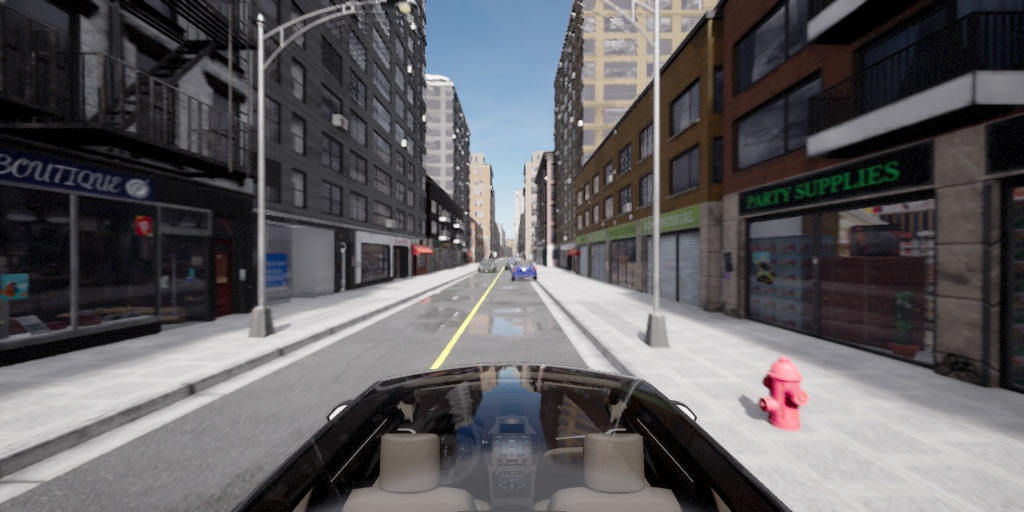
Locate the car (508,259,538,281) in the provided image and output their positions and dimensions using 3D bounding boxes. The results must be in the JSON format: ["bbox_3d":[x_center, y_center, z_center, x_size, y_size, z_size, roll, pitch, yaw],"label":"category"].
[{"bbox_3d":[0.938,1.060,29.843,2.097,1.767,4.553,-2,0,0],"label":"car"}]

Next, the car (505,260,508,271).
[{"bbox_3d":[0.024,1.280,49.356,1.994,1.385,4.181,0,0,0],"label":"car"}]

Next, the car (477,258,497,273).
[{"bbox_3d":[-2.818,1.078,41.850,2.097,1.767,4.553,0,0,0],"label":"car"}]
